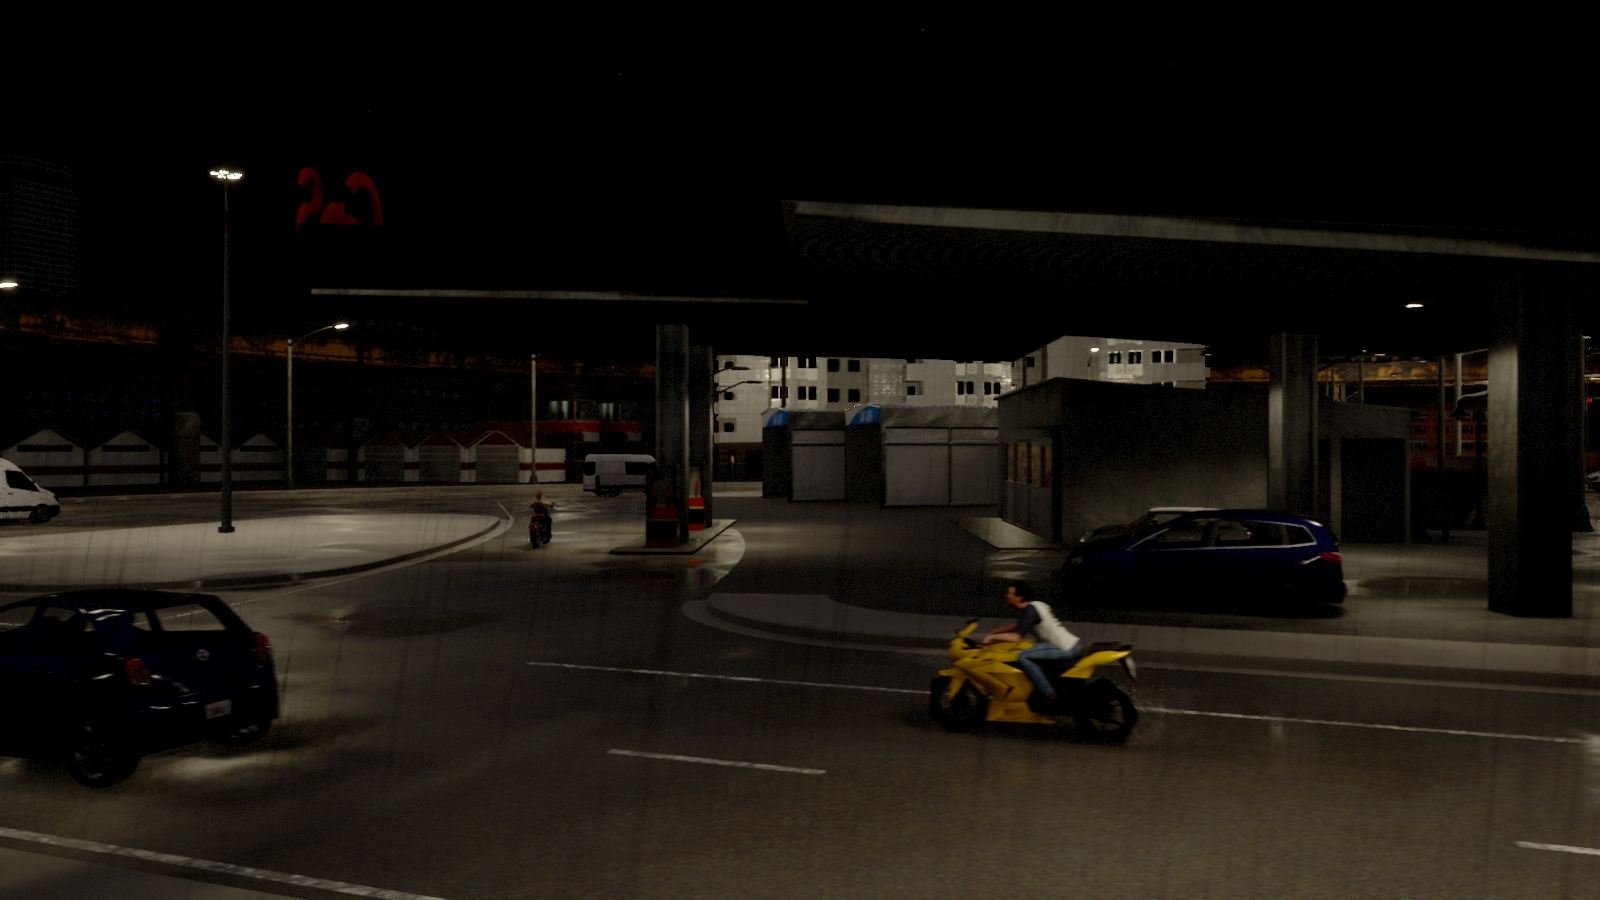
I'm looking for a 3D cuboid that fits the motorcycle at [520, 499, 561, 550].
[{"bbox_3d":[-7.549,2.142,33.322,0.764,1.332,2.356,0,0,-2],"label":"motorcycle"}]

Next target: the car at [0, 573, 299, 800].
[{"bbox_3d":[-6.766,2.036,10.562,3.633,1.501,1.845,0,0,20],"label":"car"}]
